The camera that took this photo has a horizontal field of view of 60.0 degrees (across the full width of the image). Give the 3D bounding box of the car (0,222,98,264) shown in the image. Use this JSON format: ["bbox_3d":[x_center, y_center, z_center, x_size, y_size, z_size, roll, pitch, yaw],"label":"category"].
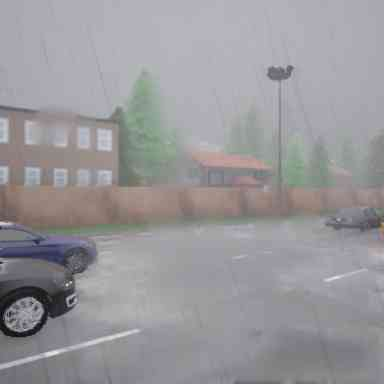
[{"bbox_3d":[-4.907,1.525,8.827,4.674,1.442,1.812,0,0,-35],"label":"car"}]

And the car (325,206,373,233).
[{"bbox_3d":[10.004,1.536,19.476,5.357,1.411,2.033,0,0,-35],"label":"car"}]

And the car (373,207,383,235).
[{"bbox_3d":[10.959,1.467,15.859,5.008,1.535,1.882,0,0,-35],"label":"car"}]

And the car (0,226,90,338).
[{"bbox_3d":[-4.296,1.506,4.982,4.892,1.490,1.837,0,0,-35],"label":"car"}]
